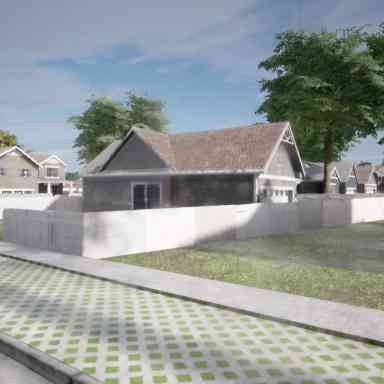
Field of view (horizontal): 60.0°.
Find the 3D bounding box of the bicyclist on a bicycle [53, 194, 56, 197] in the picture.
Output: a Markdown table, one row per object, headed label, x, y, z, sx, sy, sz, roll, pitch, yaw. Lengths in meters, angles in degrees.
| label | x | y | z | sx | sy | sz | roll | pitch | yaw |
| --- | --- | --- | --- | --- | --- | --- | --- | --- | --- |
| bicyclist on a bicycle | -13.035 | 1.028 | 31.551 | 1.656 | 1.620 | 0.582 | 0 | 1 | 34 |
